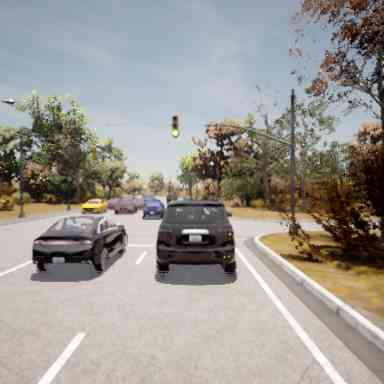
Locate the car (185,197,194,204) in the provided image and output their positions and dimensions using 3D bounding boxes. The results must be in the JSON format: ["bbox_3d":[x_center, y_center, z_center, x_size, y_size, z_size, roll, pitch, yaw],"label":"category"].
[{"bbox_3d":[-0.538,1.679,66.863,1.812,1.442,4.674,0,0,-2],"label":"car"}]

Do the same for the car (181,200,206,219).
[{"bbox_3d":[0.101,1.563,30.698,2.128,1.511,4.902,0,0,0],"label":"car"}]

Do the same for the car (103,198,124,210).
[{"bbox_3d":[-10.662,1.631,45.637,1.812,1.442,4.674,0,0,-1],"label":"car"}]

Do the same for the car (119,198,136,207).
[{"bbox_3d":[-10.753,1.693,55.696,1.994,1.385,4.181,0,0,-1],"label":"car"}]

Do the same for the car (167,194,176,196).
[{"bbox_3d":[-4.025,1.375,66.421,2.150,2.045,5.566,0,0,-2],"label":"car"}]

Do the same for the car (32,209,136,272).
[{"bbox_3d":[-3.397,1.517,10.894,2.128,1.511,4.902,0,0,0],"label":"car"}]

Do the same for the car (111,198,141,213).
[{"bbox_3d":[-7.083,1.647,36.036,1.994,1.385,4.181,0,0,-1],"label":"car"}]

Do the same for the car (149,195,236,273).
[{"bbox_3d":[0.185,1.247,10.922,2.150,2.045,5.566,0,0,2],"label":"car"}]

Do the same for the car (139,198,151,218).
[{"bbox_3d":[-3.401,1.596,30.645,1.812,1.442,4.674,0,0,0],"label":"car"}]

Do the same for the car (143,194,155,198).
[{"bbox_3d":[-7.253,1.350,55.400,2.150,2.045,5.566,0,0,-1],"label":"car"}]

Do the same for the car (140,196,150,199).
[{"bbox_3d":[-7.154,1.629,44.792,1.812,1.442,4.674,0,0,-1],"label":"car"}]

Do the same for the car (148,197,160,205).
[{"bbox_3d":[-7.505,1.753,65.853,1.895,1.301,4.718,0,0,-2],"label":"car"}]

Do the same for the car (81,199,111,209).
[{"bbox_3d":[-10.615,1.562,36.389,1.882,1.535,5.008,0,0,-2],"label":"car"}]

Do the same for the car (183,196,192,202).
[{"bbox_3d":[-1.027,1.637,77.045,1.994,1.385,4.181,0,0,-3],"label":"car"}]
